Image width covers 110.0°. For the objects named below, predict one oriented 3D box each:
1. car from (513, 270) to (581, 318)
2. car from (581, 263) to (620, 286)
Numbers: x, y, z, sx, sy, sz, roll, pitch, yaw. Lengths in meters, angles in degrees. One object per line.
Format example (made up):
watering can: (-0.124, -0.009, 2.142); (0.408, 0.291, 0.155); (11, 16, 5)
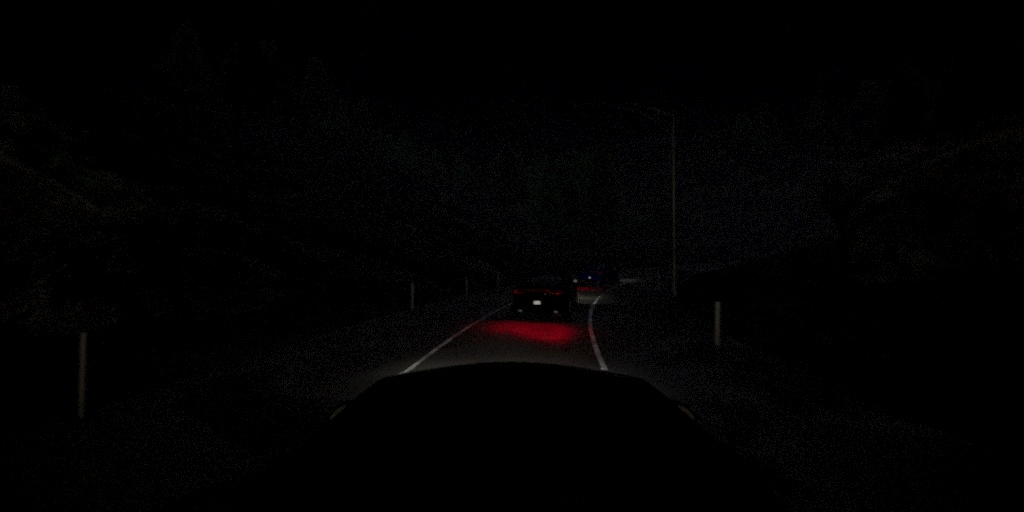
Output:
car: (1.408, 1.312, 13.696); (1.882, 1.535, 5.008); (0, 0, 15)
car: (6.469, 1.259, 26.254); (1.882, 1.535, 5.008); (-1, 1, 30)
